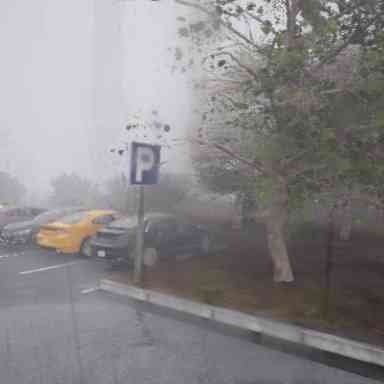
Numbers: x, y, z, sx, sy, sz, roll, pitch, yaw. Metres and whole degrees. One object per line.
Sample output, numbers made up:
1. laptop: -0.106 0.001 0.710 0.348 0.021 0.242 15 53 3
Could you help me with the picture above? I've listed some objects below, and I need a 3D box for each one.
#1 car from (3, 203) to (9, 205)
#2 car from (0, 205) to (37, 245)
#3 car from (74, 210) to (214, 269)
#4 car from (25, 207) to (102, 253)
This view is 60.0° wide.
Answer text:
1. car: -7.760 1.427 16.104 2.163 1.488 4.792 1 0 36
2. car: -5.550 1.419 14.467 2.231 1.521 4.892 1 0 36
3. car: -1.103 1.457 11.216 2.231 1.521 4.892 0 0 36
4. car: -3.330 1.438 12.838 2.097 1.535 5.008 1 0 36
